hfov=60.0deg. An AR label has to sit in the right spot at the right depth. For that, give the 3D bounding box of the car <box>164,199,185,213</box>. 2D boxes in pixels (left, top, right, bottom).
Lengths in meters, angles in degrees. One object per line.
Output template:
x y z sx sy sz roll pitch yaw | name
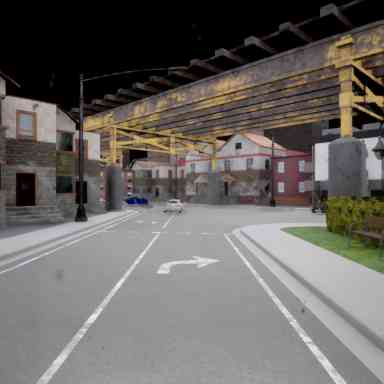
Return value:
-1.865 1.525 36.457 1.812 1.442 4.674 0 0 6 | car

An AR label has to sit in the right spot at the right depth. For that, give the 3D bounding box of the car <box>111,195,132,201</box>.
-16.954 1.452 80.078 4.974 1.542 2.038 0 0 -15 | car

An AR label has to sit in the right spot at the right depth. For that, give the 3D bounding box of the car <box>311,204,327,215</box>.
13.886 1.505 31.731 1.837 1.490 4.892 0 0 -45 | car

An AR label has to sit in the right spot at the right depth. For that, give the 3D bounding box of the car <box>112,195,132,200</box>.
-16.904 1.295 80.091 4.536 1.218 1.853 0 0 -15 | car

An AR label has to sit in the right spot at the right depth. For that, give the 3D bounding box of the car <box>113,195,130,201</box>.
-17.637 1.452 83.746 2.038 1.542 4.974 0 0 15 | car

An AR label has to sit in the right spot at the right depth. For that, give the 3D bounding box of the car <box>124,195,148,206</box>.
-9.314 1.477 55.140 1.882 1.535 5.008 0 0 -45 | car

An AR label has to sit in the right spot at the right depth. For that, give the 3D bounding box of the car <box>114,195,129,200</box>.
-17.624 1.295 83.796 1.853 1.218 4.536 0 0 15 | car
